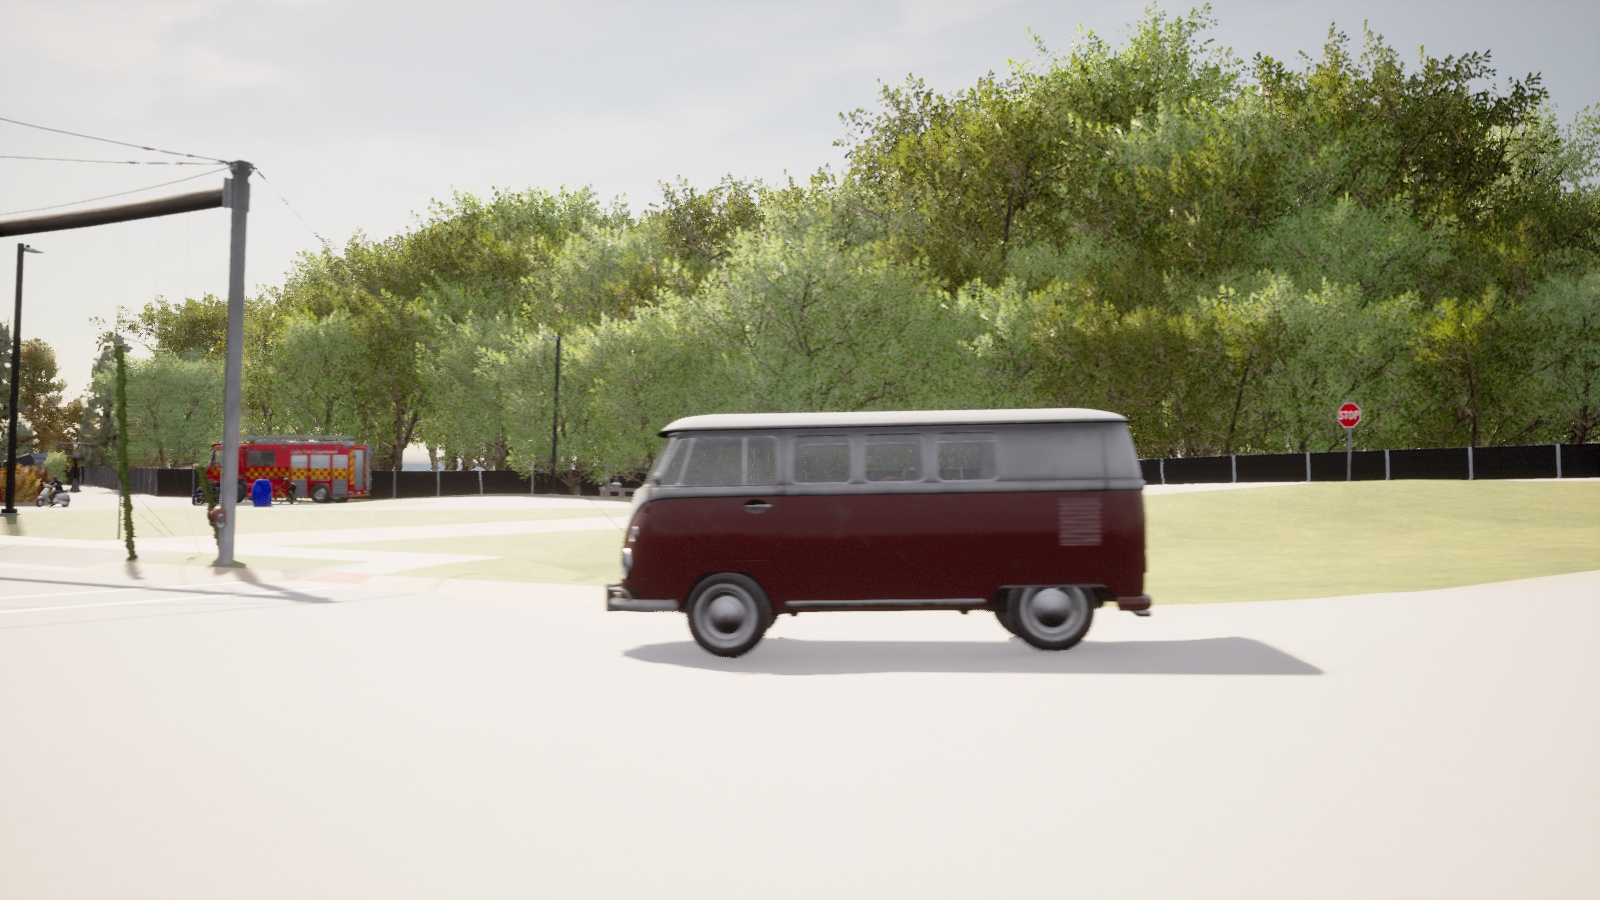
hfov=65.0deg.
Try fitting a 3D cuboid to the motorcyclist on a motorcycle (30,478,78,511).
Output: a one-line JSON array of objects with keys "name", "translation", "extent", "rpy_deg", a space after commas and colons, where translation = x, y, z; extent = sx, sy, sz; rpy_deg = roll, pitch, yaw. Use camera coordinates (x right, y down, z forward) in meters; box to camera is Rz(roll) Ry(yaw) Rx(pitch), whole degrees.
[{"name": "motorcyclist on a motorcycle", "translation": [-37.050, 2.210, 62.365], "extent": [0.866, 1.590, 1.817], "rpy_deg": [0, -2, 25]}]

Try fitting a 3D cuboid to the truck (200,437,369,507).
[{"name": "truck", "translation": [-29.171, 1.254, 71.209], "extent": [8.468, 3.827, 2.891], "rpy_deg": [0, 0, 5]}]

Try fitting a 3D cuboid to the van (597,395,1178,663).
[{"name": "van", "translation": [0.693, 0.664, 10.609], "extent": [4.442, 1.987, 1.775], "rpy_deg": [-1, -3, 4]}]

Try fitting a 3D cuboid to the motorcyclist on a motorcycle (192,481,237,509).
[{"name": "motorcyclist on a motorcycle", "translation": [-32.061, 2.460, 68.764], "extent": [2.191, 1.530, 0.866], "rpy_deg": [0, -1, -30]}]
